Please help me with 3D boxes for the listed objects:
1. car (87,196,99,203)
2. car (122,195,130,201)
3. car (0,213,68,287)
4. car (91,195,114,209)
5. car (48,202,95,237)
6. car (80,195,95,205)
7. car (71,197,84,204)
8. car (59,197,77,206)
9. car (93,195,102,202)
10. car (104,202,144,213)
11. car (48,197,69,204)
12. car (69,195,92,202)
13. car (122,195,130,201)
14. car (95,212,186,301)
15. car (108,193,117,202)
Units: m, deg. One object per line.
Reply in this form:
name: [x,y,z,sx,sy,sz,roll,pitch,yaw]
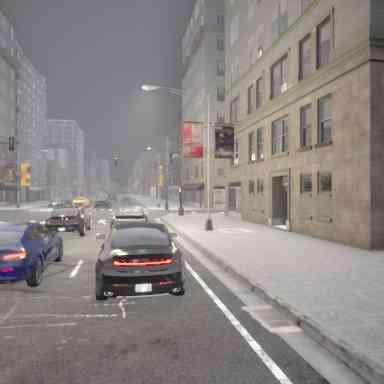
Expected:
car: [-20.008,1.565,67.647,1.994,1.385,4.181,0,0,-11]
car: [-15.869,1.606,80.018,1.895,1.301,4.718,0,0,-11]
car: [-4.784,1.526,9.020,1.812,1.442,4.674,0,0,-11]
car: [-12.060,1.515,45.142,1.837,1.490,4.892,1,0,-8]
car: [-6.591,1.506,17.988,1.837,1.490,4.892,0,0,-11]
car: [-18.132,1.365,58.036,2.097,1.767,4.553,0,0,-12]
car: [-23.311,1.608,67.588,1.895,1.301,4.718,0,0,-11]
car: [-21.393,1.560,57.745,2.033,1.411,5.357,0,0,-11]
car: [-21.999,1.486,77.532,1.837,1.490,4.892,0,0,-11]
car: [-3.297,1.493,17.579,2.128,1.511,4.902,0,0,-11]
car: [-19.546,1.503,48.175,2.128,1.511,4.902,0,0,-14]
car: [-16.335,1.489,48.948,1.882,1.535,5.008,0,0,-11]
car: [-17.840,1.487,89.814,1.882,1.535,5.008,0,0,-11]
car: [-1.360,1.505,8.456,1.837,1.490,4.892,0,0,-11]
car: [-18.894,1.233,78.582,2.150,2.045,5.566,0,0,-11]
